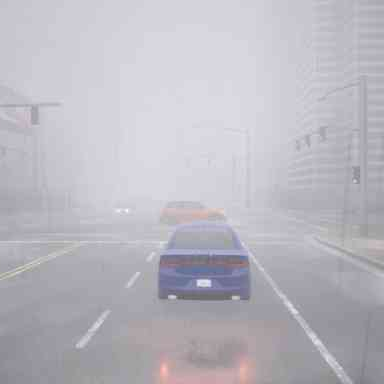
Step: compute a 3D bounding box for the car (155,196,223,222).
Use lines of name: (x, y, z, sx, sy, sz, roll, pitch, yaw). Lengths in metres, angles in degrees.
car: (0.132, 1.352, 22.095, 4.553, 1.767, 2.097, 0, 0, 2)

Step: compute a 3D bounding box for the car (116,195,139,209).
car: (-9.143, 1.564, 46.176, 1.994, 1.385, 4.181, 0, 0, 2)

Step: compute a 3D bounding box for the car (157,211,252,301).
car: (0.308, 1.478, 8.424, 1.882, 1.535, 5.008, 0, 0, 2)

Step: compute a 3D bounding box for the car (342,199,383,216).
car: (17.226, 1.505, 32.333, 4.892, 1.490, 1.837, 0, 0, 2)

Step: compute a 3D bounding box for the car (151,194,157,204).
car: (-8.421, 1.547, 66.200, 2.033, 1.411, 5.357, 0, 0, 3)

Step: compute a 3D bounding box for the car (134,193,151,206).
car: (-8.831, 1.221, 55.520, 2.150, 2.045, 5.566, 0, 0, 2)
